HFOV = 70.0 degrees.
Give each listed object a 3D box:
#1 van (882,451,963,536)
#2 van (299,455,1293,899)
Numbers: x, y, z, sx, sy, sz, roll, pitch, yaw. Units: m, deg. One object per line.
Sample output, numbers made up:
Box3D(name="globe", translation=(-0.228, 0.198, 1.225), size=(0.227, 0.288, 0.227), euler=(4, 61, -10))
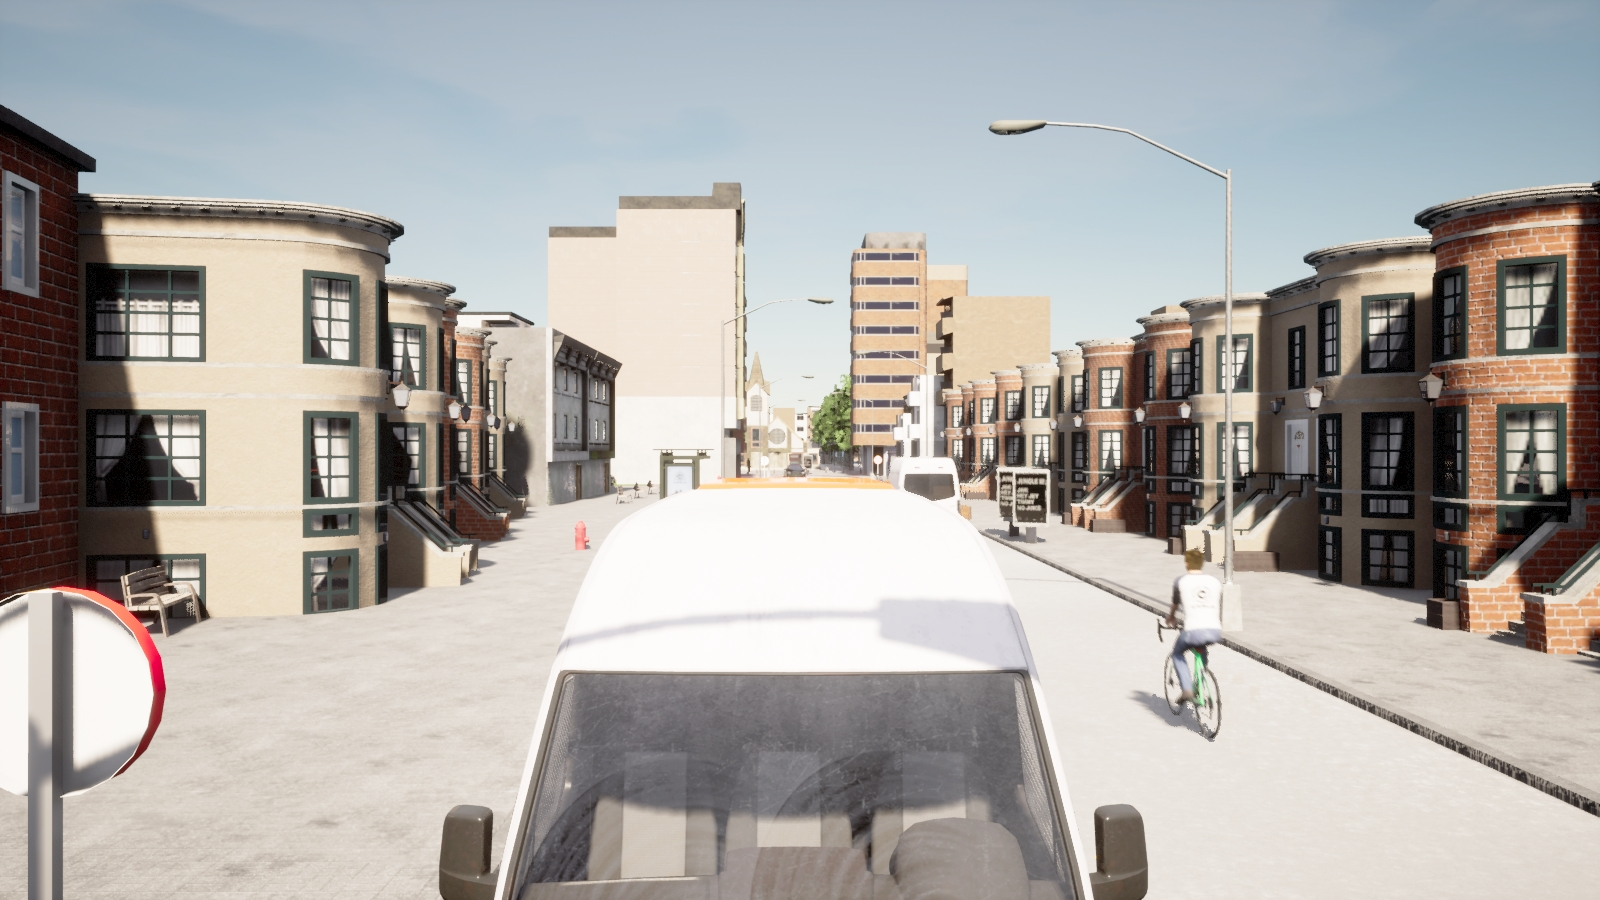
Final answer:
Box3D(name="van", translation=(3.884, 1.315, 37.293), size=(1.988, 2.561, 5.915), euler=(0, 0, 0))
Box3D(name="van", translation=(-0.019, 1.314, 5.243), size=(1.988, 2.561, 5.915), euler=(0, 0, 0))
